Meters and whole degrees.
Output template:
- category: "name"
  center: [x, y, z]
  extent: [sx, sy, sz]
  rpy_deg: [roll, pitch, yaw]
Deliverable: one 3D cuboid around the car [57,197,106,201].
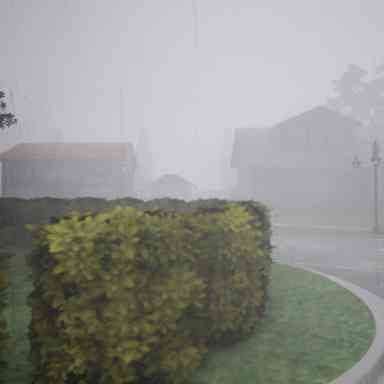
- category: "car"
  center: [-7.252, 1.301, 18.803]
  extent: [5.566, 2.045, 2.150]
  rpy_deg: [0, -1, 19]
